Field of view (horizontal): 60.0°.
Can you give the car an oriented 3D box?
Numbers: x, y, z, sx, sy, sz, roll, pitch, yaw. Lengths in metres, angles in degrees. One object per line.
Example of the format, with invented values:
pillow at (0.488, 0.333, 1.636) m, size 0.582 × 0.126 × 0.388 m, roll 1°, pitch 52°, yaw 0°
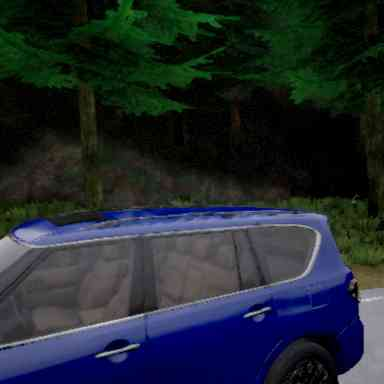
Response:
car at (-0.870, 1.201, 3.045) m, size 5.566 × 2.045 × 2.150 m, roll 0°, pitch 0°, yaw -29°
